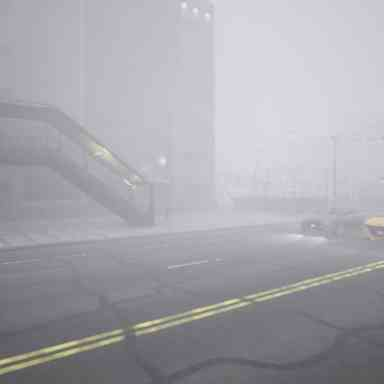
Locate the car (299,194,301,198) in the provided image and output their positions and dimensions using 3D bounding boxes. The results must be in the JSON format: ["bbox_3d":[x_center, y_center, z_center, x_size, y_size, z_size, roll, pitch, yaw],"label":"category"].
[{"bbox_3d":[18.329,1.186,57.635,4.193,1.474,1.816,0,0,-36],"label":"car"}]

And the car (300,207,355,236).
[{"bbox_3d":[7.758,1.510,18.012,4.181,1.385,1.994,0,0,-36],"label":"car"}]

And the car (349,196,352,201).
[{"bbox_3d":[22.808,1.034,51.497,4.553,1.767,2.185,0,0,-36],"label":"car"}]

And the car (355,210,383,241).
[{"bbox_3d":[9.792,1.406,15.164,5.008,1.535,1.882,0,0,-36],"label":"car"}]

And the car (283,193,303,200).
[{"bbox_3d":[23.894,1.103,78.704,4.786,1.482,2.161,0,0,-36],"label":"car"}]
